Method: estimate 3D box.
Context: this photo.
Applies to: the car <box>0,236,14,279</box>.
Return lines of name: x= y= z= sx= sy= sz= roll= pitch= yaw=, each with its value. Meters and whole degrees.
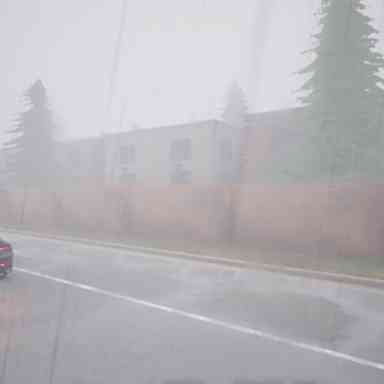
car: x=-6.517 y=1.477 z=8.638 sx=4.892 sy=1.490 sz=1.837 roll=0 pitch=0 yaw=35
